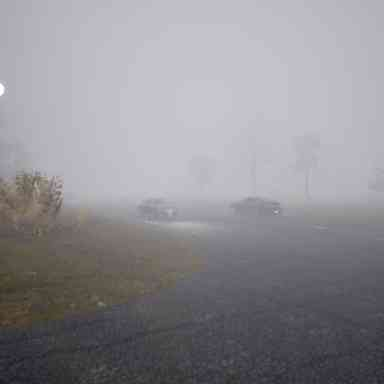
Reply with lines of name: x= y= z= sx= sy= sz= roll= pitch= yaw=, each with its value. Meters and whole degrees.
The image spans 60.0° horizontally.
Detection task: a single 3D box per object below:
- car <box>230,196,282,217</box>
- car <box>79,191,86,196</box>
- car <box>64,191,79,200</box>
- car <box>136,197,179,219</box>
car: x=4.900 y=1.109 z=26.124 sx=1.837 sy=1.490 sz=4.892 roll=-1 pitch=1 yaw=-29
car: x=-29.320 y=0.308 z=87.250 sx=1.895 sy=1.301 sz=4.718 roll=-1 pitch=1 yaw=-29
car: x=-22.465 y=0.701 z=60.735 sx=1.837 sy=1.490 sz=4.892 roll=-1 pitch=2 yaw=-28
car: x=-2.712 y=1.177 z=25.394 sx=2.128 sy=1.511 sz=4.902 roll=-1 pitch=1 yaw=-29
